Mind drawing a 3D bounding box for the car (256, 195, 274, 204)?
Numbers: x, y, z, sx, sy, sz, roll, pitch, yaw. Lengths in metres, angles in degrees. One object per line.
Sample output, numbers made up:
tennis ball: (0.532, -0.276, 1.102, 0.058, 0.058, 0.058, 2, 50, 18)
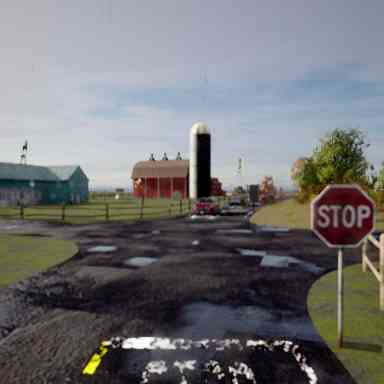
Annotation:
car: (13.994, 1.562, 63.695, 1.812, 1.442, 4.674, 0, 0, 19)

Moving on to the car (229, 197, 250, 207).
car: (7.247, 1.564, 52.671, 2.033, 1.411, 5.357, 0, 0, 19)

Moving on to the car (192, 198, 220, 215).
car: (1.463, 1.360, 33.495, 2.097, 1.767, 4.553, 0, 0, 14)
